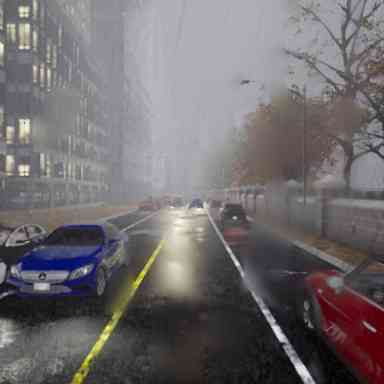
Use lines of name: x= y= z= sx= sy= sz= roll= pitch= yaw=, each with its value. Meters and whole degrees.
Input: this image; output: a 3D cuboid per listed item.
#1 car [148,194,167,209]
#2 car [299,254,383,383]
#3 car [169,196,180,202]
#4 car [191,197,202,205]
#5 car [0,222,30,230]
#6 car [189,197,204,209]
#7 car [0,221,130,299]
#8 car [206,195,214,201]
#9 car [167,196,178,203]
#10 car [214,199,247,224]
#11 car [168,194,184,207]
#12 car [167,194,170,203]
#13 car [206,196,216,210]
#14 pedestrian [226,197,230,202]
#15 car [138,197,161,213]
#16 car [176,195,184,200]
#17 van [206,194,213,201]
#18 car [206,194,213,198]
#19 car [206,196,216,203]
car: x=-4.838 y=1.311 z=42.915 sx=2.192 sy=1.841 sz=5.009 roll=0 pitch=0 yaw=1
car: x=2.717 y=1.440 z=3.925 sx=1.967 sy=1.590 sz=4.097 roll=0 pitch=0 yaw=0
car: x=-3.968 y=1.547 z=76.645 sx=2.008 sy=1.369 sz=4.403 roll=0 pitch=0 yaw=2
car: x=0.872 y=1.598 z=58.555 sx=1.895 sy=1.301 sz=4.718 roll=0 pitch=0 yaw=2
car: x=-5.289 y=1.549 z=9.155 sx=2.008 sy=1.369 sz=4.403 roll=0 pitch=0 yaw=0
car: x=0.607 y=1.523 z=45.370 sx=1.812 sy=1.442 sz=4.674 roll=0 pitch=0 yaw=2
car: x=-2.819 y=1.524 z=8.598 sx=1.812 sy=1.442 sz=4.674 roll=0 pitch=0 yaw=0
car: x=4.650 y=1.548 z=88.475 sx=2.008 sy=1.369 sz=4.403 roll=0 pitch=0 yaw=2
car: x=-4.177 y=1.547 z=71.028 sx=2.008 sy=1.369 sz=4.403 roll=0 pitch=0 yaw=2
car: x=2.916 y=1.504 z=24.787 sx=1.837 sy=1.490 sz=4.892 roll=0 pitch=0 yaw=1
car: x=-2.155 y=1.501 z=50.806 sx=1.837 sy=1.490 sz=4.892 roll=0 pitch=0 yaw=2
car: x=-4.547 y=1.311 z=59.789 sx=2.192 sy=1.841 sz=5.009 roll=0 pitch=0 yaw=2
car: x=3.200 y=1.543 z=43.428 sx=1.887 sy=1.381 sz=4.507 roll=0 pitch=0 yaw=1
pedestrian: x=2.956 y=1.292 z=27.725 sx=0.375 sy=1.860 sz=0.375 roll=0 pitch=0 yaw=1
car: x=-4.951 y=1.541 z=37.290 sx=1.887 sy=1.381 sz=4.507 roll=0 pitch=0 yaw=1
car: x=-3.354 y=1.546 z=93.530 sx=2.008 sy=1.369 sz=4.403 roll=0 pitch=0 yaw=2
van: x=4.444 y=1.339 z=82.861 sx=1.690 sy=1.788 sz=3.998 roll=0 pitch=0 yaw=2
car: x=3.825 y=1.542 z=65.982 sx=1.887 sy=1.381 sz=4.507 roll=0 pitch=0 yaw=2
car: x=4.020 y=1.564 z=71.620 sx=1.947 sy=1.339 sz=4.313 roll=0 pitch=0 yaw=2
